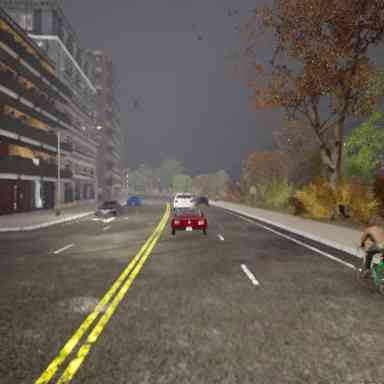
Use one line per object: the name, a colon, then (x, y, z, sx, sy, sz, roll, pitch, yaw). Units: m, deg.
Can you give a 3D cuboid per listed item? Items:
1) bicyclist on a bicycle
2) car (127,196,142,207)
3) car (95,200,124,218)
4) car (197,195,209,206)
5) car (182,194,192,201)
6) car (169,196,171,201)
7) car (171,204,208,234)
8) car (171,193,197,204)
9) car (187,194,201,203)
bicyclist on a bicycle: (4.076, 1.435, 7.419, 0.582, 1.620, 1.656, 0, 0, -1)
car: (-8.401, 1.364, 48.705, 1.882, 1.535, 5.008, 0, 0, -4)
car: (-7.315, 1.462, 29.844, 1.812, 1.442, 4.674, 0, 0, -3)
car: (1.444, 1.378, 50.089, 1.837, 1.490, 4.892, 0, 0, -4)
car: (-1.265, 1.266, 78.082, 1.882, 1.535, 5.008, 0, 0, -7)
car: (-4.061, 1.331, 73.854, 2.128, 1.511, 4.902, 0, 0, -6)
car: (-0.205, 1.558, 18.921, 1.895, 1.301, 4.718, 0, 0, -2)
car: (-0.987, 1.132, 37.405, 2.150, 2.045, 5.566, 0, 0, -3)
car: (0.313, 1.186, 62.976, 2.097, 1.767, 4.553, 0, 0, -5)
